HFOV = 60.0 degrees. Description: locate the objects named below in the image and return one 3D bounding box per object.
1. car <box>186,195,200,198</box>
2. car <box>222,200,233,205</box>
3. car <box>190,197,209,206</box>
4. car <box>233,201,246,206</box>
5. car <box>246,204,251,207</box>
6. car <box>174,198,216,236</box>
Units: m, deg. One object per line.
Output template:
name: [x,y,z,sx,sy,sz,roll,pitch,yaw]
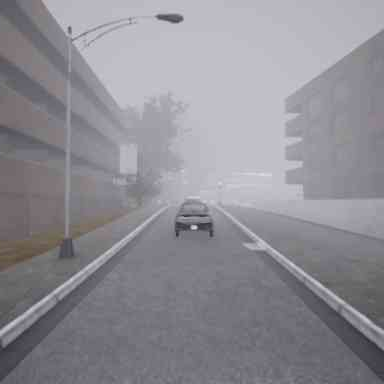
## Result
car: [0.115,1.031,35.008,1.812,1.442,4.674,0,0,0]
car: [7.813,3.060,87.777,2.185,1.767,4.553,7,-4,-31]
car: [1.961,2.509,86.691,2.435,2.045,5.566,2,-3,-30]
car: [10.810,3.232,88.335,2.435,2.045,5.566,8,-5,-30]
car: [13.643,3.776,89.030,1.946,1.575,5.366,7,-4,-30]
car: [0.097,1.307,17.122,2.128,1.511,4.902,0,1,0]
